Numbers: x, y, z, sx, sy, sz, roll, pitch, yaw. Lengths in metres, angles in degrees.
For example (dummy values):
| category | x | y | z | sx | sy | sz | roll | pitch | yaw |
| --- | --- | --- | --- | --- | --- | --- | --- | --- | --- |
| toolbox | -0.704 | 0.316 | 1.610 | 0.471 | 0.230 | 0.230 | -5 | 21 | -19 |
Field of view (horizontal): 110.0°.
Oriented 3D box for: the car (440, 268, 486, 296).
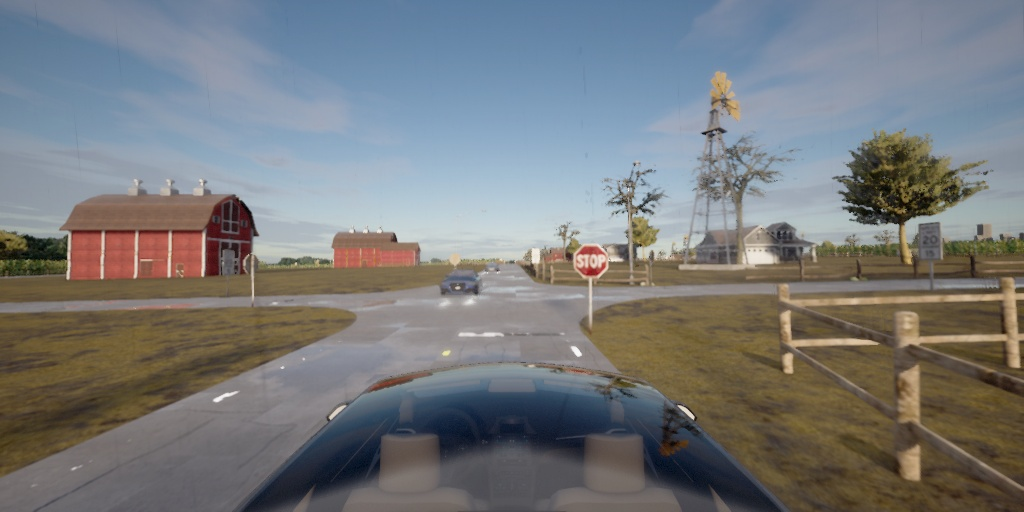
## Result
| category | x | y | z | sx | sy | sz | roll | pitch | yaw |
| --- | --- | --- | --- | --- | --- | --- | --- | --- | --- |
| car | -2.752 | 1.438 | 20.173 | 1.994 | 1.385 | 4.181 | 0 | 0 | 0 |

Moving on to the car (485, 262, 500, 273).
| category | x | y | z | sx | sy | sz | roll | pitch | yaw |
| --- | --- | --- | --- | --- | --- | --- | --- | --- | --- |
| car | -2.748 | 1.598 | 50.581 | 1.812 | 1.442 | 4.674 | 0 | 1 | 0 |
